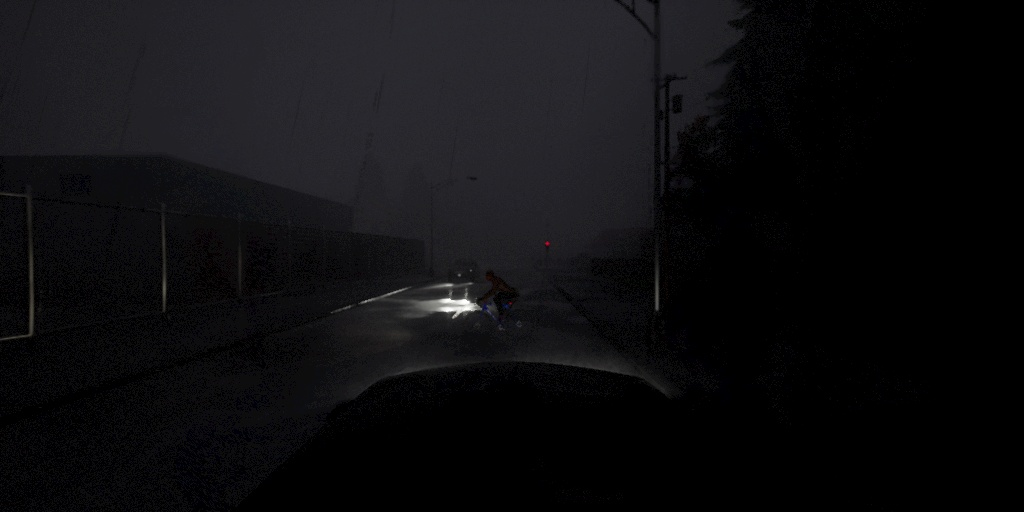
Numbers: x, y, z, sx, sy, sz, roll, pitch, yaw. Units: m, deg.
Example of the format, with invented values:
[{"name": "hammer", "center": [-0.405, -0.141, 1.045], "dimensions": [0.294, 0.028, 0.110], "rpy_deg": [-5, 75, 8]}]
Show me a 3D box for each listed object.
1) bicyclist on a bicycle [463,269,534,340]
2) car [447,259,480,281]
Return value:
[{"name": "bicyclist on a bicycle", "center": [-0.330, 1.123, 8.210], "dimensions": [1.656, 1.620, 0.582], "rpy_deg": [-2, 1, 1]}, {"name": "car", "center": [-3.448, 0.972, 26.285], "dimensions": [2.128, 1.511, 4.902], "rpy_deg": [0, 1, 1]}]
